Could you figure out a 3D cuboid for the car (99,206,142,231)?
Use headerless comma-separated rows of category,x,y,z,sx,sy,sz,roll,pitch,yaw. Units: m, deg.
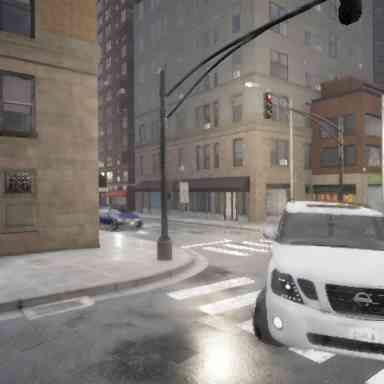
car,-5.138,1.726,22.634,1.812,1.442,4.674,-1,0,-37

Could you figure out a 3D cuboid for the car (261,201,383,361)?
car,2.630,1.237,6.361,2.150,2.045,5.566,2,0,15
